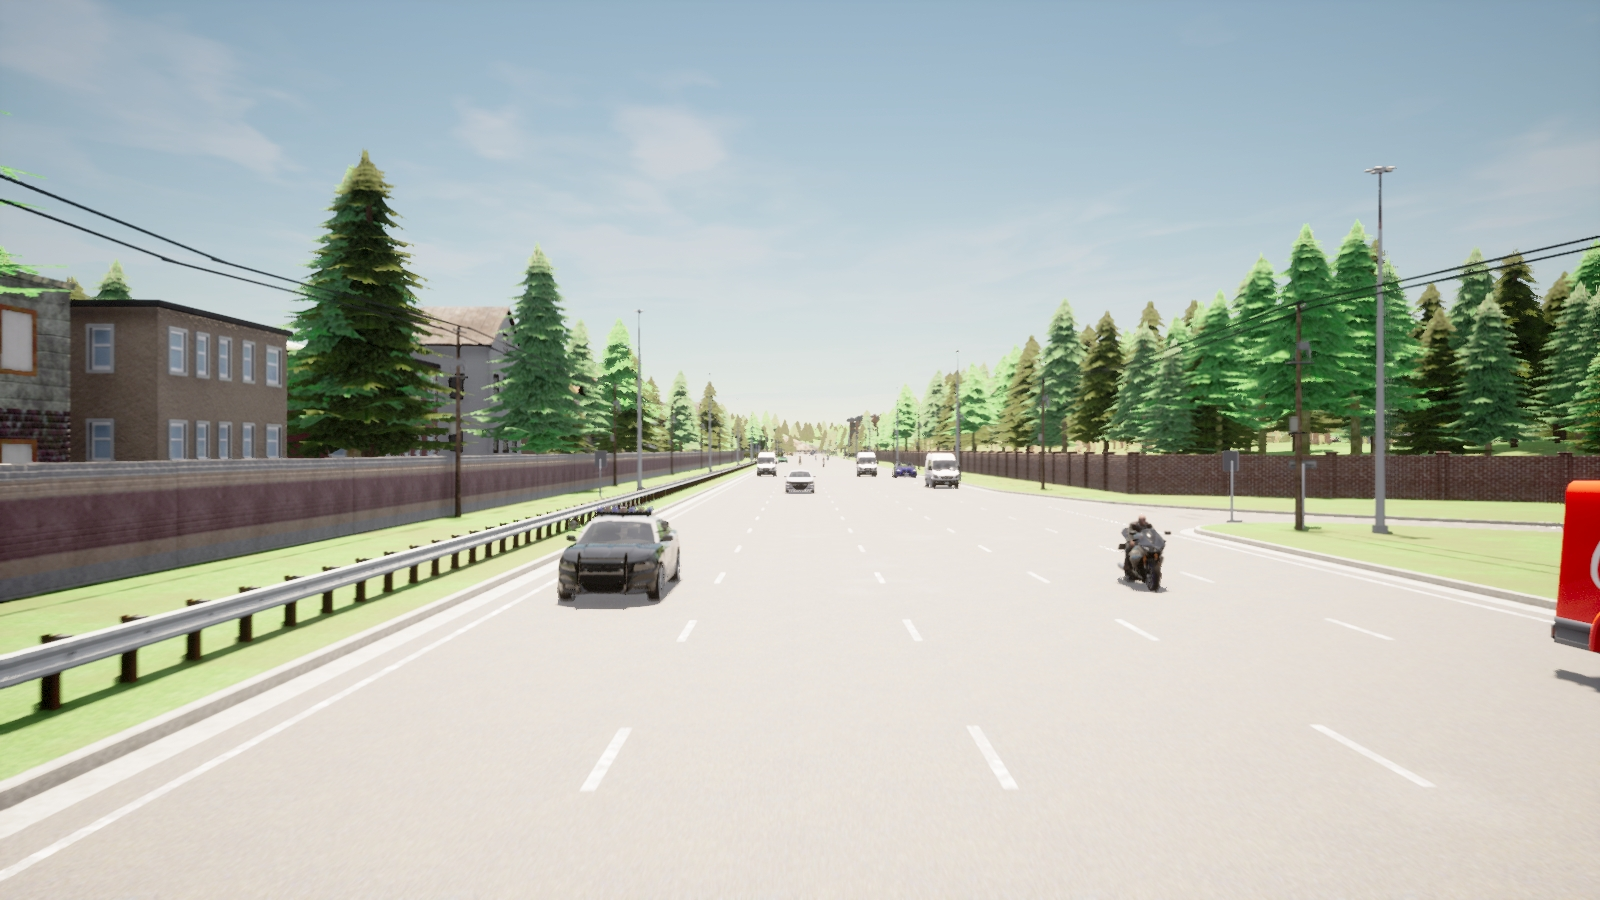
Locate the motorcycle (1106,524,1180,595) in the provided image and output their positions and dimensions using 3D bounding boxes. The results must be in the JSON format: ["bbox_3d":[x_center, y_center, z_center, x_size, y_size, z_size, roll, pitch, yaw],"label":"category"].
[{"bbox_3d":[7.000,2.205,23.433,0.867,1.251,2.209,0,0,0],"label":"motorcycle"}]

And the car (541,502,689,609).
[{"bbox_3d":[-3.500,1.982,22.687,2.097,1.638,5.238,0,0,0],"label":"car"}]

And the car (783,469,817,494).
[{"bbox_3d":[-0.002,2.034,74.823,2.097,1.535,5.006,0,0,0],"label":"car"}]

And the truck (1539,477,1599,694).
[{"bbox_3d":[10.499,1.568,11.597,2.627,2.467,5.204,0,0,0],"label":"truck"}]
